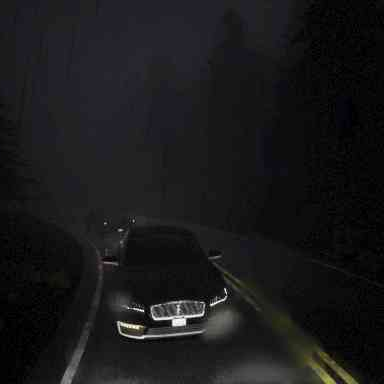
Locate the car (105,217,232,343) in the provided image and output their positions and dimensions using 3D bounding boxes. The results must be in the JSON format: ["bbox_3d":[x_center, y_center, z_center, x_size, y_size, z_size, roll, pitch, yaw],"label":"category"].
[{"bbox_3d":[-0.650,1.495,6.838,1.837,1.490,4.892,-1,0,-11],"label":"car"}]

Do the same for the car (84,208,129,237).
[{"bbox_3d":[-4.654,1.614,18.583,1.895,1.301,4.718,-3,1,-29],"label":"car"}]
